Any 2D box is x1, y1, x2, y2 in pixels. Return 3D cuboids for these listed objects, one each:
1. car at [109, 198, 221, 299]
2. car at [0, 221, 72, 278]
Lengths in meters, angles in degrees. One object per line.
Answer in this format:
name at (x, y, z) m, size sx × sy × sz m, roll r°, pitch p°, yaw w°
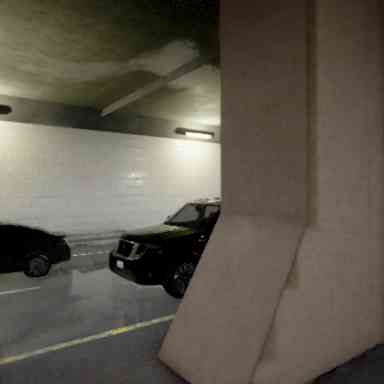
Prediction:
car at (0.697, 1.196, 8.790) m, size 5.566 × 2.045 × 2.150 m, roll 0°, pitch 0°, yaw -36°
car at (-5.570, 1.525, 8.604) m, size 4.674 × 1.442 × 1.812 m, roll 0°, pitch 0°, yaw -36°
